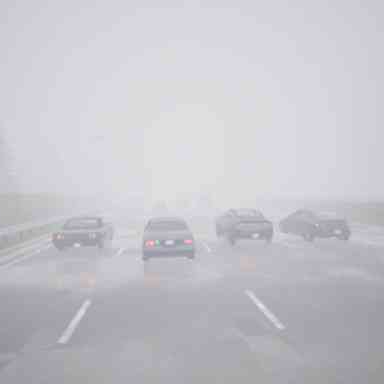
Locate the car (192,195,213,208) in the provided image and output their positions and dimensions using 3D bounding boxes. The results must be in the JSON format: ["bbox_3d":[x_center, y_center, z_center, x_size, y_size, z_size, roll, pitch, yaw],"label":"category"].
[{"bbox_3d":[1.866,1.462,52.494,2.150,2.045,5.566,-1,0,-6],"label":"car"}]

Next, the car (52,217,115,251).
[{"bbox_3d":[-4.711,1.788,15.185,1.895,1.301,4.718,-1,0,-6],"label":"car"}]

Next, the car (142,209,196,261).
[{"bbox_3d":[-0.952,1.638,12.830,2.033,1.411,5.357,-1,0,-6],"label":"car"}]

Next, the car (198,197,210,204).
[{"bbox_3d":[2.681,1.880,77.341,2.128,1.511,4.902,-1,0,-6],"label":"car"}]

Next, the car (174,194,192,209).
[{"bbox_3d":[-1.676,1.672,52.732,2.097,1.767,4.553,-1,0,-6],"label":"car"}]

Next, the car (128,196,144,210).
[{"bbox_3d":[-8.483,1.683,50.565,2.150,2.045,5.566,-1,0,-6],"label":"car"}]

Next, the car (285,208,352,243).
[{"bbox_3d":[5.762,1.482,15.960,1.812,1.442,4.674,-1,0,-6],"label":"car"}]

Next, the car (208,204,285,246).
[{"bbox_3d":[2.278,1.525,15.608,2.128,1.511,4.902,-1,0,-6],"label":"car"}]

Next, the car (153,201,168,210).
[{"bbox_3d":[-3.974,1.863,42.063,2.033,1.411,5.357,-1,0,-7],"label":"car"}]
